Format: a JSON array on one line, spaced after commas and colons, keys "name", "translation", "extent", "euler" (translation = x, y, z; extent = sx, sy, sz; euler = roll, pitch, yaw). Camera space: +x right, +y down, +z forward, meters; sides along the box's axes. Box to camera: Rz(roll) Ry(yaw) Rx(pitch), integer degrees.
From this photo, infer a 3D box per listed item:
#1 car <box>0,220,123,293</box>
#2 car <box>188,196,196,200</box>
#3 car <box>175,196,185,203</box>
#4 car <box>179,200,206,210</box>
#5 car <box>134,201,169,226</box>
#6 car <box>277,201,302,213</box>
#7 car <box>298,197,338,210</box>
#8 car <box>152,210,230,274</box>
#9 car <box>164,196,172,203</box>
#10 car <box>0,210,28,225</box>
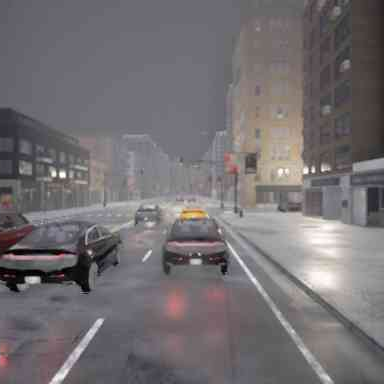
[{"name": "car", "translation": [-3.153, 1.550, 9.004], "extent": [2.128, 1.511, 4.902], "euler": [0, -1, 0]}, {"name": "car", "translation": [-0.034, 1.862, 86.920], "extent": [2.097, 1.767, 4.553], "euler": [0, 0, 0]}, {"name": "car", "translation": [-3.284, 1.881, 87.301], "extent": [2.097, 1.767, 4.553], "euler": [0, 0, 0]}, {"name": "car", "translation": [0.091, 1.652, 26.360], "extent": [1.882, 1.535, 5.008], "euler": [0, 0, 0]}, {"name": "car", "translation": [-3.158, 1.658, 25.302], "extent": [2.128, 1.511, 4.902], "euler": [0, 0, 0]}, {"name": "car", "translation": [12.383, 1.852, 39.965], "extent": [4.313, 1.339, 1.947], "euler": [0, 0, 0]}, {"name": "car", "translation": [18.078, 1.617, 47.967], "extent": [5.009, 1.841, 2.192], "euler": [0, 0, 0]}, {"name": "car", "translation": [0.097, 1.562, 10.801], "extent": [2.128, 1.511, 4.902], "euler": [0, 0, 0]}, {"name": "car", "translation": [-6.535, 1.982, 90.537], "extent": [2.097, 1.767, 4.553], "euler": [0, 0, 0]}, {"name": "car", "translation": [-6.603, 1.418, 10.187], "extent": [2.097, 1.767, 4.553], "euler": [0, 0, 0]}]
